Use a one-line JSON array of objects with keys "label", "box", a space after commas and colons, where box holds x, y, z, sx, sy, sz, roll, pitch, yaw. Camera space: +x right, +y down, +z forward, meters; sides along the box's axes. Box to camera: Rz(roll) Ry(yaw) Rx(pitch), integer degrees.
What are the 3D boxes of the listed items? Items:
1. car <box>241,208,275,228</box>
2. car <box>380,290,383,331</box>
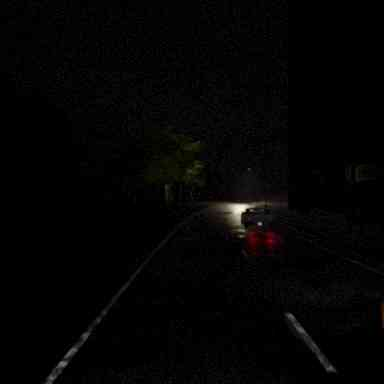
[{"label": "car", "box": [4.527, 1.773, 23.610, 1.895, 1.301, 4.718, 0, 0, 4]}, {"label": "car", "box": [3.661, 1.506, 2.847, 1.882, 1.535, 5.008, 0, 0, 1]}]
